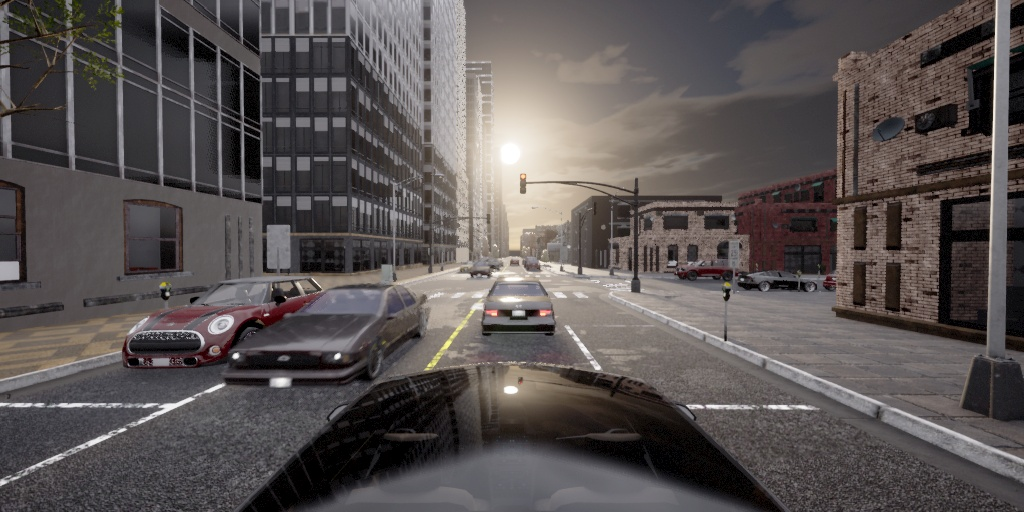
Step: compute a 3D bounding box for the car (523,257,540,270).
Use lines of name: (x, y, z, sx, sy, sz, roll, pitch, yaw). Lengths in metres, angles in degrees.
car: (3.023, 1.178, 51.265, 1.967, 1.591, 4.097, 0, 0, 0)

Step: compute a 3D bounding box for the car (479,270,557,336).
car: (0.158, 1.295, 10.350, 2.033, 1.411, 5.357, 0, 0, 0)

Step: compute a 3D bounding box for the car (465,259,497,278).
car: (-2.881, 1.289, 34.212, 2.033, 1.411, 5.357, 0, 0, 0)

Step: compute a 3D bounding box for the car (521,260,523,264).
car: (3.099, 1.051, 62.553, 2.192, 1.841, 5.009, 0, 0, 0)

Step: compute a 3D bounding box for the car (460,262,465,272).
car: (-5.534, 1.265, 45.564, 1.751, 1.417, 4.829, 0, 0, 0)

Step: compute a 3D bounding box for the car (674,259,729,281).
car: (16.713, 1.164, 30.889, 5.009, 1.841, 2.192, 0, 0, 1)

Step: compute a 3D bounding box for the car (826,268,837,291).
car: (22.097, 1.473, 22.403, 4.097, 1.591, 1.967, 0, 0, 1)

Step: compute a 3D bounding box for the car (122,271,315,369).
car: (-5.654, 1.188, 7.786, 1.967, 1.591, 4.097, 0, 0, 0)

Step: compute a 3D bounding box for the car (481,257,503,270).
car: (-2.778, 1.090, 49.101, 2.097, 1.767, 4.553, 0, 0, 0)

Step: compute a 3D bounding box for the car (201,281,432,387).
car: (-3.064, 1.296, 7.431, 2.033, 1.411, 5.357, 0, 0, 0)

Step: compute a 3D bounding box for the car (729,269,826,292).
car: (16.550, 1.546, 22.512, 4.313, 1.339, 1.948, 0, 0, 1)
